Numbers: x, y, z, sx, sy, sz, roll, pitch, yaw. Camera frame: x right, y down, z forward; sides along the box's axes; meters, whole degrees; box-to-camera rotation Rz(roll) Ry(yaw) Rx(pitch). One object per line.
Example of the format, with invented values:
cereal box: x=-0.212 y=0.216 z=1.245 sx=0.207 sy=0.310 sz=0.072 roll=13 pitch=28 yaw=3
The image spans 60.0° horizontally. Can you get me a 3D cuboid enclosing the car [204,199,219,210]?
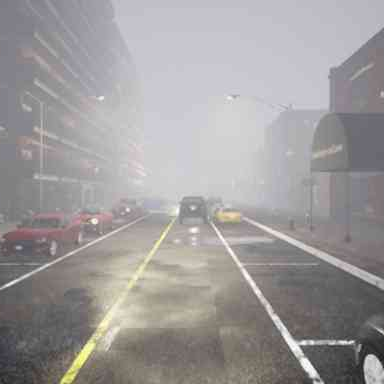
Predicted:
car: x=2.678 y=1.721 z=46.573 sx=1.752 sy=1.417 sz=4.829 roll=0 pitch=0 yaw=0

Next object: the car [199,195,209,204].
car: x=2.670 y=1.654 z=74.102 sx=2.192 sy=1.841 sz=5.009 roll=0 pitch=0 yaw=0

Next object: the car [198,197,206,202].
car: x=2.664 y=2.003 z=90.717 sx=1.947 sy=1.339 sz=4.313 roll=0 pitch=0 yaw=0

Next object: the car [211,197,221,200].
car: x=2.680 y=1.483 z=40.865 sx=2.192 sy=1.841 sz=5.009 roll=0 pitch=0 yaw=0

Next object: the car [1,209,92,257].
car: x=-5.693 y=1.595 z=13.166 sx=1.887 sy=1.381 sz=4.507 roll=0 pitch=0 yaw=0

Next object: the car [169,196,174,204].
car: x=-5.711 y=1.904 z=74.098 sx=1.947 sy=1.339 sz=4.313 roll=0 pitch=0 yaw=0

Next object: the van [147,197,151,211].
van: x=-5.699 y=1.483 z=35.324 sx=1.690 sy=1.788 sz=3.998 roll=0 pitch=0 yaw=0

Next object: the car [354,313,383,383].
car: x=2.691 y=1.559 z=2.090 sx=2.008 sy=1.369 sz=4.403 roll=0 pitch=0 yaw=0

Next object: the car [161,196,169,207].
car: x=-5.706 y=1.566 z=57.480 sx=2.192 sy=1.841 sz=5.009 roll=0 pitch=0 yaw=0

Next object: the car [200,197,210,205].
car: x=2.671 y=1.750 z=68.561 sx=1.967 sy=1.590 sz=4.097 roll=0 pitch=0 yaw=0

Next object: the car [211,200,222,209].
car: x=2.682 y=1.669 z=29.786 sx=2.008 sy=1.369 sz=4.403 roll=0 pitch=0 yaw=0

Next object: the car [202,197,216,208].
car: x=2.676 y=1.663 z=51.943 sx=1.967 sy=1.590 sz=4.097 roll=0 pitch=0 yaw=0

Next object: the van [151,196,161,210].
van: x=-5.703 y=1.536 z=46.402 sx=1.690 sy=1.788 sz=3.998 roll=0 pitch=0 yaw=0

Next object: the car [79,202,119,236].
car: x=-5.694 y=1.512 z=18.705 sx=1.967 sy=1.590 sz=4.097 roll=0 pitch=0 yaw=0

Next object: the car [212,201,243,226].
car: x=2.684 y=1.621 z=24.417 sx=1.752 sy=1.417 sz=4.829 roll=0 pitch=0 yaw=0

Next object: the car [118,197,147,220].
car: x=-5.697 y=1.433 z=29.784 sx=2.192 sy=1.841 sz=5.009 roll=0 pitch=0 yaw=0

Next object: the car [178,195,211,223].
car: x=0.094 y=1.326 z=26.796 sx=2.150 sy=2.045 sz=5.566 roll=0 pitch=0 yaw=0

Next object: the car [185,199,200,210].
car: x=0.087 y=1.758 z=46.443 sx=1.994 sy=1.385 sz=4.181 roll=0 pitch=0 yaw=0
